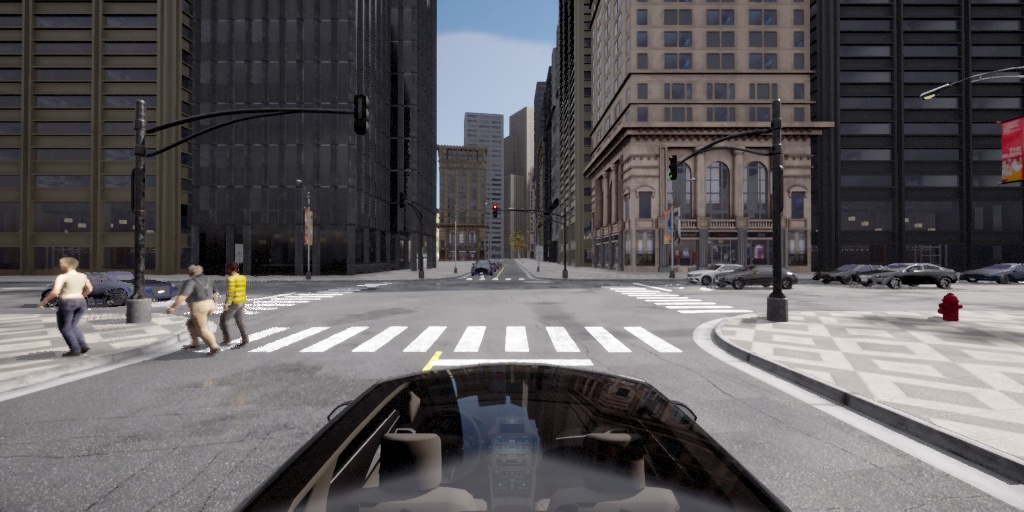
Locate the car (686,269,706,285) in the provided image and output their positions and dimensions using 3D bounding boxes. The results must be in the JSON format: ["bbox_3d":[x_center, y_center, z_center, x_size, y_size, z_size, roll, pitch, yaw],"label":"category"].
[{"bbox_3d":[14.643,1.262,24.986,4.674,1.442,1.812,0,0,0],"label":"car"}]

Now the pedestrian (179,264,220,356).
[{"bbox_3d":[-6.221,1.043,7.149,0.375,1.860,0.375,0,0,0],"label":"pedestrian"}]

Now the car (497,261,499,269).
[{"bbox_3d":[-3.046,1.373,46.661,1.994,1.385,4.181,0,0,0],"label":"car"}]

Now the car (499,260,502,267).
[{"bbox_3d":[-3.032,1.397,56.581,1.994,1.385,4.181,0,0,1],"label":"car"}]

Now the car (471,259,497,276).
[{"bbox_3d":[-3.039,1.141,37.641,2.097,1.767,4.553,0,0,0],"label":"car"}]

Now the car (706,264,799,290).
[{"bbox_3d":[14.707,1.238,21.726,4.674,1.442,1.812,0,0,-1],"label":"car"}]

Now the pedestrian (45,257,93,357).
[{"bbox_3d":[-8.067,0.892,6.571,0.375,1.860,0.375,0,0,0],"label":"pedestrian"}]

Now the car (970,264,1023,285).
[{"bbox_3d":[34.725,1.235,24.993,5.357,1.411,2.033,0,0,-1],"label":"car"}]

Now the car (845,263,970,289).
[{"bbox_3d":[23.817,1.181,21.738,4.902,1.511,2.128,0,0,0],"label":"car"}]

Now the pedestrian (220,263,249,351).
[{"bbox_3d":[-6.057,1.042,7.771,0.375,1.860,0.375,0,0,0],"label":"pedestrian"}]

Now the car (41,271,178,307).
[{"bbox_3d":[-16.680,1.329,15.011,4.181,1.385,1.994,0,0,0],"label":"car"}]

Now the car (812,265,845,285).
[{"bbox_3d":[24.225,1.259,24.990,5.357,1.411,2.033,0,0,0],"label":"car"}]
